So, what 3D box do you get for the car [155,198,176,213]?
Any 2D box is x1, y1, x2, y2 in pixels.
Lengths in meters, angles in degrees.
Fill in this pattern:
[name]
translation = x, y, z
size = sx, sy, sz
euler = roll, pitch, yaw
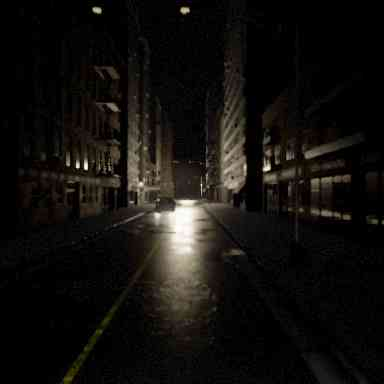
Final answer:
[car]
translation = -3.003, 1.446, 38.235
size = 2.097, 1.767, 4.553
euler = 0, 0, 0
